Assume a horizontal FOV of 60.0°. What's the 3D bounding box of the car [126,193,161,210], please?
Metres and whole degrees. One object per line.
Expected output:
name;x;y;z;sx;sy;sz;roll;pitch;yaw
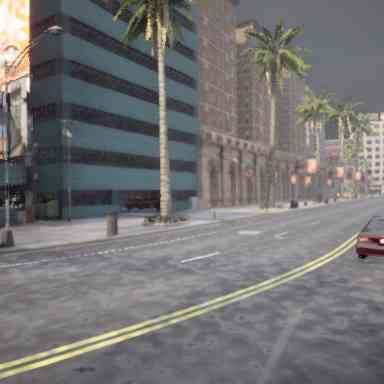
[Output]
car;-6.019;1.149;42.764;2.435;2.045;5.566;-1;0;34

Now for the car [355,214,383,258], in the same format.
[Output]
car;7.167;1.490;11.797;2.033;1.411;5.357;-1;0;36

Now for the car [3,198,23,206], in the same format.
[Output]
car;-31.146;1.818;59.332;2.161;1.482;4.786;-1;0;34
